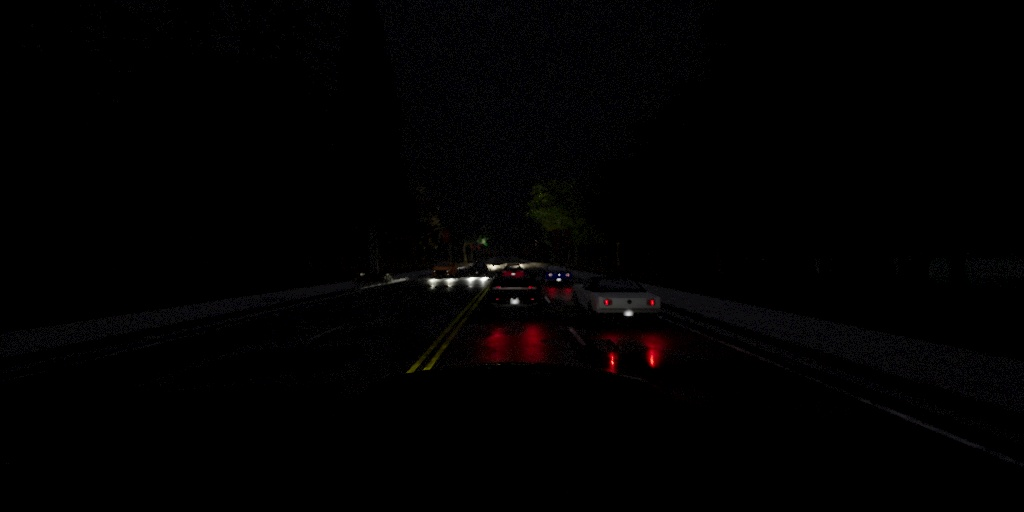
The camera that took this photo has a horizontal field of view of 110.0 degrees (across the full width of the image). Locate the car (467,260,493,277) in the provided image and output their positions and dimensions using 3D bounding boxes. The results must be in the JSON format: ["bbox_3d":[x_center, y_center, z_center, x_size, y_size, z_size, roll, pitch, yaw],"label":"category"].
[{"bbox_3d":[-3.339,1.397,36.081,1.994,1.385,4.181,0,0,0],"label":"car"}]

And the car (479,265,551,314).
[{"bbox_3d":[0.094,1.255,13.868,2.128,1.511,4.902,0,0,0],"label":"car"}]

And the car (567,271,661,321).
[{"bbox_3d":[3.344,1.362,12.490,1.895,1.301,4.718,0,0,0],"label":"car"}]

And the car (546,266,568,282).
[{"bbox_3d":[3.347,1.401,27.759,1.895,1.301,4.718,0,0,0],"label":"car"}]

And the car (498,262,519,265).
[{"bbox_3d":[0.099,1.370,29.544,1.994,1.385,4.181,0,0,0],"label":"car"}]

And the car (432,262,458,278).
[{"bbox_3d":[-6.590,1.309,35.617,1.882,1.535,5.008,0,0,0],"label":"car"}]
